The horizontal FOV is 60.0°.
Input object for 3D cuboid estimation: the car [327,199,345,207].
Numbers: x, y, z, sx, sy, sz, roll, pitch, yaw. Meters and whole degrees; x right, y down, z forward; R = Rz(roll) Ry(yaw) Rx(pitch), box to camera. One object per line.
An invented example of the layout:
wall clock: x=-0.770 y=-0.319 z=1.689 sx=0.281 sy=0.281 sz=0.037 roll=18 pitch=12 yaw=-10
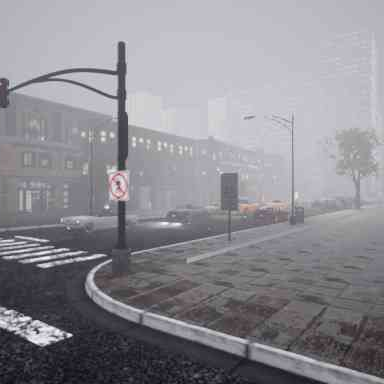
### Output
car: x=25.146 y=1.925 z=58.088 sx=1.895 sy=1.301 sz=4.718 roll=0 pitch=0 yaw=35

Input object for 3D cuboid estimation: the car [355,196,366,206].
car: x=28.739 y=1.651 z=58.707 sx=2.192 sy=1.841 sz=5.009 roll=0 pitch=-1 yaw=35

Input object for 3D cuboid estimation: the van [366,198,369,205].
van: x=31.917 y=1.708 z=63.227 sx=1.690 sy=1.788 sz=3.998 roll=0 pitch=-1 yaw=35

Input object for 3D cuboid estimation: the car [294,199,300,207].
car: x=15.527 y=1.832 z=54.483 sx=2.008 sy=1.369 sz=4.403 roll=0 pitch=-1 yaw=35

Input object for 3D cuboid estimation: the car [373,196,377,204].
car: x=38.371 y=1.957 z=72.406 sx=1.752 sy=1.417 sz=4.829 roll=0 pitch=-1 yaw=35

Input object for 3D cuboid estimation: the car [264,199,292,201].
car: x=11.431 y=1.699 z=44.069 sx=1.882 sy=1.535 sz=5.008 roll=0 pitch=0 yaw=36

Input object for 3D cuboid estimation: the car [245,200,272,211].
car: x=9.172 y=1.773 z=45.441 sx=2.008 sy=1.369 sz=4.403 roll=0 pitch=-1 yaw=35

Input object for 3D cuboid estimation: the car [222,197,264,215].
car: x=5.557 y=1.522 z=35.771 sx=2.097 sy=1.767 sz=4.553 roll=0 pitch=0 yaw=35

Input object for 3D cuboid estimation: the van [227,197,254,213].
van: x=5.993 y=1.535 z=40.922 sx=1.690 sy=1.788 sz=3.998 roll=0 pitch=-1 yaw=35

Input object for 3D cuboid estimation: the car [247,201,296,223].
car: x=6.537 y=1.679 z=27.031 sx=1.887 sy=1.381 sz=4.507 roll=0 pitch=0 yaw=35

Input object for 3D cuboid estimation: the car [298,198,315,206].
car: x=21.884 y=1.893 z=63.525 sx=2.008 sy=1.369 sz=4.403 roll=0 pitch=-1 yaw=35

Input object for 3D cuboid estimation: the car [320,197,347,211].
car: x=19.205 y=1.685 z=45.144 sx=1.967 sy=1.590 sz=4.097 roll=0 pitch=-1 yaw=35

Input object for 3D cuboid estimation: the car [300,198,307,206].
car: x=18.705 y=1.863 z=59.003 sx=2.008 sy=1.369 sz=4.403 roll=0 pitch=-1 yaw=35

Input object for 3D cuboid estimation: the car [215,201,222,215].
car: x=2.718 y=1.691 z=36.261 sx=1.752 sy=1.417 sz=4.829 roll=0 pitch=0 yaw=35

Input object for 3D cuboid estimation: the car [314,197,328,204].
car: x=28.239 y=1.845 z=72.565 sx=1.967 sy=1.590 sz=4.097 roll=0 pitch=-1 yaw=35

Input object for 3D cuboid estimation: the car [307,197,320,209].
car: x=19.355 y=1.760 z=49.851 sx=2.128 sy=1.511 sz=4.902 roll=0 pitch=0 yaw=35

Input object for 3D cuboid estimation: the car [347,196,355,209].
car: x=22.383 y=1.590 z=49.666 sx=2.192 sy=1.841 sz=5.009 roll=0 pitch=-1 yaw=35

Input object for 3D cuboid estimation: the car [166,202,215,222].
car: x=-0.254 y=1.686 z=27.509 sx=1.994 sy=1.385 sz=4.181 roll=0 pitch=0 yaw=36

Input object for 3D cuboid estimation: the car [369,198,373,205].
car: x=35.095 y=1.980 z=67.745 sx=1.802 sy=1.307 sz=4.206 roll=0 pitch=-1 yaw=35

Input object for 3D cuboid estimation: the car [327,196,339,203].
car: x=34.595 y=1.910 z=81.607 sx=1.967 sy=1.590 sz=4.097 roll=0 pitch=-1 yaw=35

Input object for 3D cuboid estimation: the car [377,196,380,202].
car: x=41.451 y=2.046 z=76.787 sx=1.802 sy=1.307 sz=4.206 roll=0 pitch=-1 yaw=35

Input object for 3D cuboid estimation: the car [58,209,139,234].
car: x=-5.507 y=1.683 z=20.051 sx=1.895 sy=1.301 sz=4.718 roll=0 pitch=0 yaw=35

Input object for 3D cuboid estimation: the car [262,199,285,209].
car: x=12.252 y=1.776 z=49.823 sx=1.752 sy=1.417 sz=4.829 roll=0 pitch=-1 yaw=35
